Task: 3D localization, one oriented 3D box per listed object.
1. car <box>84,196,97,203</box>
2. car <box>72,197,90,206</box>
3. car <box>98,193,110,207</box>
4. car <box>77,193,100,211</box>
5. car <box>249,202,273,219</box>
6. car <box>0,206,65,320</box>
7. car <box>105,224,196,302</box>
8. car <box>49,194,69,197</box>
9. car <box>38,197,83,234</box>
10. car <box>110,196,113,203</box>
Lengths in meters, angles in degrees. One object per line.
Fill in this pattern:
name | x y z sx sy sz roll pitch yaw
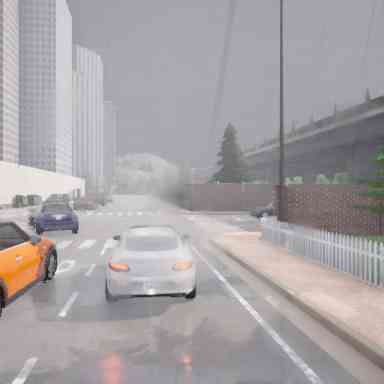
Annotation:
car | -20.610 1.593 67.859 1.895 1.301 4.718 0 0 -9
car | -19.041 1.547 57.101 2.033 1.411 5.357 0 0 -8
car | -14.853 1.222 52.668 2.150 2.045 5.566 0 0 -8
car | -13.103 1.351 41.115 2.097 1.767 4.553 0 0 -9
car | 7.342 1.560 28.488 4.892 1.490 1.837 0 0 -9
car | -4.388 1.352 6.844 2.097 1.767 4.553 0 0 -7
car | -0.989 1.526 8.227 1.812 1.442 4.674 0 0 -7
car | -16.691 1.221 41.425 2.150 2.045 5.566 0 0 -9
car | -7.997 1.376 18.911 2.097 1.767 4.553 0 0 -32
car | -16.973 1.523 67.220 1.812 1.442 4.674 0 0 -9
